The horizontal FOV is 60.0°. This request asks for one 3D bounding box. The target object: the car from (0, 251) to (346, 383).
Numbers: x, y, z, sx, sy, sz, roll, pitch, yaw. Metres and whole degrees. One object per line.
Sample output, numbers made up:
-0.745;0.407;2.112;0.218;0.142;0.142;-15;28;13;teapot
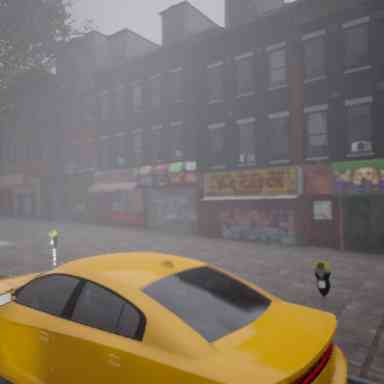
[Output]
-0.933;1.474;3.939;5.008;1.535;1.882;0;0;35;car
